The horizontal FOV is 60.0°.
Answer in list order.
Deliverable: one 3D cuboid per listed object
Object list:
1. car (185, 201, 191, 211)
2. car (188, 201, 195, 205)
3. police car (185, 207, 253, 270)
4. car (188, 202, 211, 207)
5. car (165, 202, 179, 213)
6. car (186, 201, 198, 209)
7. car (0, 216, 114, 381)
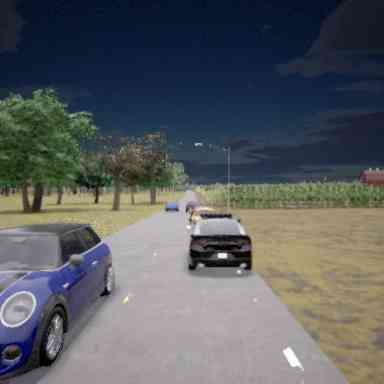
[{"bbox_3d":[0.001,2.163,48.253,1.837,1.490,4.892,0,-1,0],"label":"car"},{"bbox_3d":[0.820,1.789,27.431,1.882,1.535,5.008,0,-1,0],"label":"car"},{"bbox_3d":[0.823,1.535,11.536,1.930,1.638,5.238,0,-1,0],"label":"police car"},{"bbox_3d":[0.821,1.686,21.618,1.801,1.575,5.366,0,-1,0],"label":"car"},{"bbox_3d":[-2.842,2.128,47.827,1.882,1.535,5.008,0,-1,0],"label":"car"},{"bbox_3d":[-0.009,2.450,62.295,2.033,1.411,5.357,0,-1,0],"label":"car"},{"bbox_3d":[-2.850,1.404,5.829,2.097,1.767,4.553,0,-1,0],"label":"car"}]
